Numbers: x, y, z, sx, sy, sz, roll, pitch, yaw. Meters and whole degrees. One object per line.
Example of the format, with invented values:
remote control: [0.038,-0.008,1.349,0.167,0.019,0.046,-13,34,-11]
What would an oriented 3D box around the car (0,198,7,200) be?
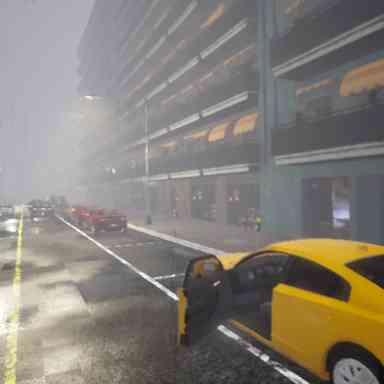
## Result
car: [-37.971,1.930,65.206,1.752,1.417,4.829,-1,0,-27]

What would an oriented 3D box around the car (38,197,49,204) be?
car: [-33.126,1.861,74.175,1.947,1.339,4.313,-1,0,-27]

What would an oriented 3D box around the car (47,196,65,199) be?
car: [-17.757,1.417,43.883,2.192,1.841,5.009,-1,0,-27]

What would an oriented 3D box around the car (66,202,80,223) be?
car: [-7.504,1.548,23.695,1.887,1.381,4.507,-1,0,-27]

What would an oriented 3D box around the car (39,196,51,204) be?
car: [-30.567,1.699,69.128,1.967,1.590,4.097,-1,0,-27]

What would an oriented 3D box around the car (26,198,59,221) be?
car: [-12.945,1.567,28.639,2.128,1.511,4.902,-1,0,-27]

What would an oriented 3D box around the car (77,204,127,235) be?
car: [-4.939,1.529,18.643,1.887,1.381,4.507,-1,0,-27]

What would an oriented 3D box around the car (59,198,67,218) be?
car: [-10.143,1.551,28.892,1.752,1.417,4.829,-1,0,-27]

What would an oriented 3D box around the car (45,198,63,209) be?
car: [-20.315,1.683,48.934,2.008,1.369,4.403,-1,0,-27]

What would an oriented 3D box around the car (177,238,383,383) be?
car: [1.719,1.418,4.798,1.882,1.535,5.008,-1,0,-27]

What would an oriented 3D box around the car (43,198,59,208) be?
car: [-22.877,1.712,53.982,2.008,1.369,4.403,-1,0,-27]

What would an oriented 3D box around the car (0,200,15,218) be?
car: [-17.990,1.751,31.666,1.895,1.301,4.718,-1,0,-26]
